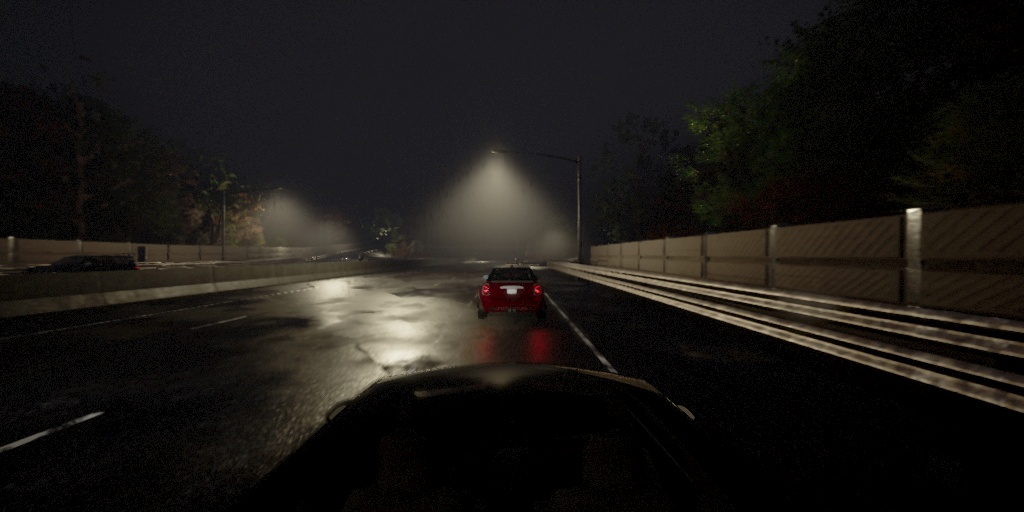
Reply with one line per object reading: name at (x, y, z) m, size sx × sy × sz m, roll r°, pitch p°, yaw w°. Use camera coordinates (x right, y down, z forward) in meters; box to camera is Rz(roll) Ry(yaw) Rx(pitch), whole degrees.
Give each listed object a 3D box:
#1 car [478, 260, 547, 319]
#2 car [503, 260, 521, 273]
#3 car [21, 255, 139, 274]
car at (-0.003, 1.096, 12.991) m, size 2.097 × 1.767 × 4.553 m, roll 0°, pitch 0°, yaw 0°
car at (0.069, 1.247, 45.703) m, size 2.128 × 1.511 × 4.902 m, roll 0°, pitch 0°, yaw 2°
car at (-28.097, 0.970, 23.621) m, size 2.150 × 2.045 × 5.566 m, roll 0°, pitch 0°, yaw 0°
